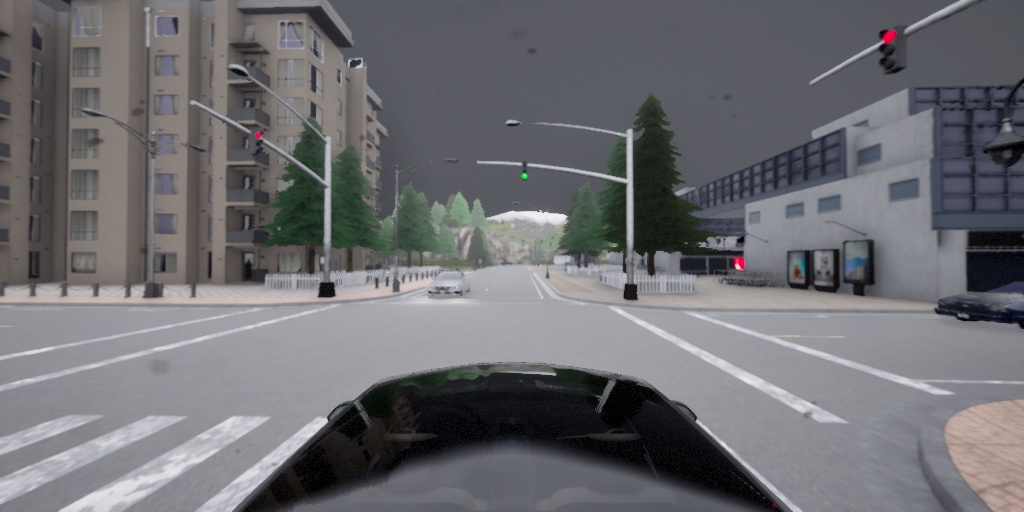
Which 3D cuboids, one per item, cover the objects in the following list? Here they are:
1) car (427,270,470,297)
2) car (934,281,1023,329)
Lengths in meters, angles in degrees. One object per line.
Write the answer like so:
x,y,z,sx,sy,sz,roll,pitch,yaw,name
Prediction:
-3.572,1.585,20.977,1.812,1.442,4.674,0,0,1,car
16.383,1.432,10.772,5.357,1.411,2.033,0,-1,3,car
